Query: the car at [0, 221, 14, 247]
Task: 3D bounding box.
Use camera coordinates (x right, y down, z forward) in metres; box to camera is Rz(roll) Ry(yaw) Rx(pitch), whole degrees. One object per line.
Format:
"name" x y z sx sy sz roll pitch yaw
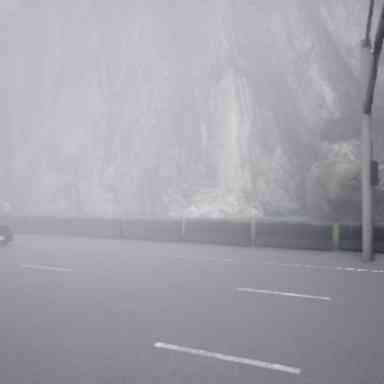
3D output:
"car" -10.015 1.732 14.710 4.674 1.442 1.812 0 -1 23
